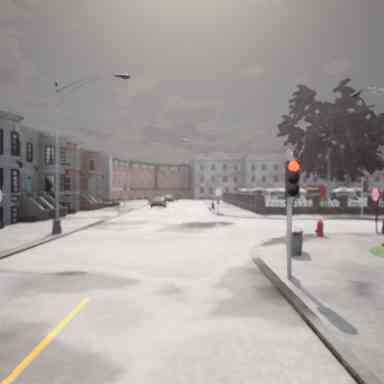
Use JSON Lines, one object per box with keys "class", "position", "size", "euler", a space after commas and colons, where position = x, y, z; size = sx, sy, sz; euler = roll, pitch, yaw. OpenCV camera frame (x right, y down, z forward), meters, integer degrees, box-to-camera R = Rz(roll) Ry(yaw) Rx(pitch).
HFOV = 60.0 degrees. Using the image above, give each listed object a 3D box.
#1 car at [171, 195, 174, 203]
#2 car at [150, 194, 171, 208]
{"class": "car", "position": [-4.281, 1.139, 59.603], "size": [2.033, 1.411, 5.357], "euler": [0, 0, 1]}
{"class": "car", "position": [-4.114, 1.259, 41.887], "size": [2.033, 1.411, 5.357], "euler": [0, 0, 0]}
